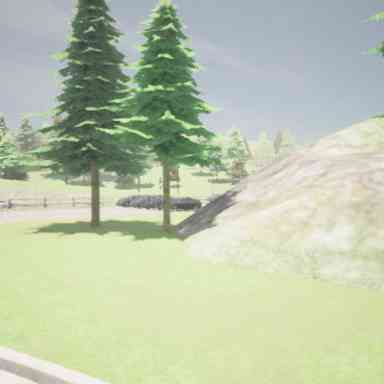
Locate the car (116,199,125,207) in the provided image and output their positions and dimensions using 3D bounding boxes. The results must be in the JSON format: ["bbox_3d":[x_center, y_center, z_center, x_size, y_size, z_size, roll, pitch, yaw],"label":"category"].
[{"bbox_3d":[-7.809,1.156,44.130,4.553,1.767,2.097,0,0,-41],"label":"car"}]

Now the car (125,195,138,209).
[{"bbox_3d":[-5.516,1.161,41.486,4.553,1.767,2.097,0,0,-41],"label":"car"}]

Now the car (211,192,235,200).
[{"bbox_3d":[4.419,0.884,54.585,4.674,1.442,1.812,0,0,-41],"label":"car"}]

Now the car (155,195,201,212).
[{"bbox_3d":[-1.197,1.325,35.969,4.892,1.490,1.837,-1,0,-41],"label":"car"}]

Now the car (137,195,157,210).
[{"bbox_3d":[-3.458,1.321,38.641,4.892,1.490,1.837,0,0,-41],"label":"car"}]
